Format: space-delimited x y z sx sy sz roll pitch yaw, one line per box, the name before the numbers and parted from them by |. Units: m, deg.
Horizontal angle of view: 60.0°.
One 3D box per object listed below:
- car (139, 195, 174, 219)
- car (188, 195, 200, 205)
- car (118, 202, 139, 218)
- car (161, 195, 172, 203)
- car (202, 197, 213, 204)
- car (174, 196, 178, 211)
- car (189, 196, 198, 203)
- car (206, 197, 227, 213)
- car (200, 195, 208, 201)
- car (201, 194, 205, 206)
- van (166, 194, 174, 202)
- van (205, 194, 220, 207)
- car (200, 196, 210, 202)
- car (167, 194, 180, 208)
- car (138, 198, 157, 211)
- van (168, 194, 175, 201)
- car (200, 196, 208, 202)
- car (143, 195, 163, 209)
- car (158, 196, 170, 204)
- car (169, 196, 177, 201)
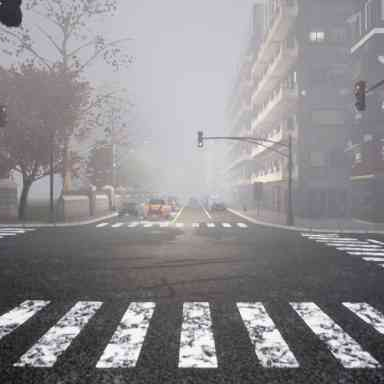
car | -2.996 1.370 29.096 2.097 1.767 4.553 0 0 0
car | 0.323 1.626 61.160 1.994 1.385 4.181 0 0 0
car | -5.577 1.585 30.850 1.947 1.339 4.313 0 0 0
car | -5.435 1.520 70.261 1.967 1.590 4.097 0 0 0
car | 2.924 1.613 64.601 1.887 1.381 4.507 0 0 0
car | -2.958 1.533 39.167 1.837 1.490 4.892 0 0 0
car | 0.323 1.606 71.144 1.812 1.442 4.674 0 0 0
car | 2.824 1.570 36.450 1.887 1.381 4.507 0 0 0
car | 3.005 1.559 87.121 1.967 1.590 4.097 0 0 0
car | 2.884 1.489 53.341 1.967 1.590 4.097 0 0 0
van | -5.396 1.446 81.522 1.690 1.788 3.998 0 0 0
van | 2.844 1.373 42.081 1.690 1.788 3.998 0 0 0
car | 2.964 1.642 75.861 2.008 1.369 4.403 0 0 0
car | -2.910 1.395 50.061 2.097 1.767 4.553 0 0 1
car | -5.537 1.557 41.941 1.752 1.417 4.829 0 0 0
van | -5.375 1.460 87.151 1.690 1.788 3.998 0 0 0
car | 2.984 1.649 81.491 1.887 1.381 4.507 0 0 0
car | -5.516 1.355 47.741 2.192 1.841 5.009 0 0 0
car | -5.456 1.509 64.632 1.967 1.590 4.097 0 0 0
car | -5.356 1.685 92.781 2.008 1.369 4.403 0 0 0
